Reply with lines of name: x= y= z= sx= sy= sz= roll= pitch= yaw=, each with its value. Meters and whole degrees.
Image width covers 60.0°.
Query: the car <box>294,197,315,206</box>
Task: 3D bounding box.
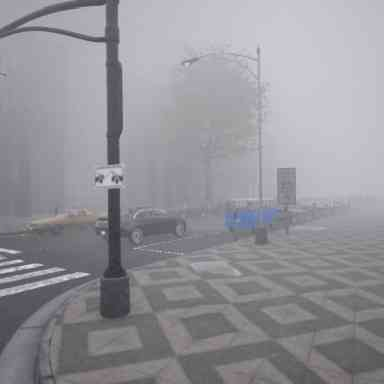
car: x=18.035 y=1.493 z=53.327 sx=1.947 sy=1.339 sz=4.313 roll=-1 pitch=0 yaw=36

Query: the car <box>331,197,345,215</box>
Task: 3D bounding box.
car: x=12.876 y=1.409 z=31.567 sx=1.802 sy=1.307 sz=4.206 roll=-1 pitch=0 yaw=36

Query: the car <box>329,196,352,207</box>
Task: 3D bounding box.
car: x=21.800 y=1.376 z=48.698 sx=2.033 sy=1.411 sz=5.357 roll=-1 pitch=-1 yaw=36

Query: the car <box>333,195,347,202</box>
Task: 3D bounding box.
car: x=33.161 y=1.416 z=74.345 sx=1.887 sy=1.381 sz=4.507 roll=-1 pitch=-1 yaw=36

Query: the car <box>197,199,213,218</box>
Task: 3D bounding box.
car: x=-0.501 y=1.552 z=27.571 sx=1.887 sy=1.381 sz=4.507 roll=-1 pitch=0 yaw=36

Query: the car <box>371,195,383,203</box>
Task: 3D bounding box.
car: x=35.011 y=1.305 z=62.323 sx=1.947 sy=1.339 sz=4.313 roll=-1 pitch=-1 yaw=36

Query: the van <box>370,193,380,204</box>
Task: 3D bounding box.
van: x=28.683 y=1.103 z=53.537 sx=1.690 sy=1.788 sz=3.998 roll=-1 pitch=-1 yaw=36

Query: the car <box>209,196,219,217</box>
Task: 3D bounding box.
car: x=2.585 y=1.307 z=31.865 sx=2.192 sy=1.841 sz=5.009 roll=-1 pitch=0 yaw=36

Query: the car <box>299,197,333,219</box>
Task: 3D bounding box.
car: x=9.714 y=1.386 z=27.173 sx=1.887 sy=1.381 sz=4.507 roll=-1 pitch=0 yaw=36

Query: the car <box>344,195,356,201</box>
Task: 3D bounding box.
car: x=39.522 y=1.402 z=83.184 sx=2.008 sy=1.369 sz=4.403 roll=-1 pitch=-1 yaw=36

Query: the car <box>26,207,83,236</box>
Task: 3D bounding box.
car: x=-6.786 y=1.564 z=18.849 sx=1.752 sy=1.417 sz=4.829 roll=-1 pitch=0 yaw=36

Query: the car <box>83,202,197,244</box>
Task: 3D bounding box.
car: x=-2.170 y=1.429 z=15.395 sx=2.128 sy=1.511 sz=4.902 roll=-1 pitch=-1 yaw=36

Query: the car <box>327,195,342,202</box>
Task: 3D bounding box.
car: x=29.981 y=1.433 z=69.927 sx=2.008 sy=1.369 sz=4.403 roll=-1 pitch=-1 yaw=36

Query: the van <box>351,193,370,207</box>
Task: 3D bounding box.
van: x=22.359 y=1.128 z=44.749 sx=1.690 sy=1.788 sz=3.998 roll=-1 pitch=0 yaw=36

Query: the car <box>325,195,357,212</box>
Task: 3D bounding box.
car: x=16.038 y=1.364 z=35.960 sx=2.008 sy=1.369 sz=4.403 roll=-1 pitch=0 yaw=36

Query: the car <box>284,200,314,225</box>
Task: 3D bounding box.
car: x=6.552 y=1.422 z=22.779 sx=1.947 sy=1.339 sz=4.313 roll=-1 pitch=0 yaw=36

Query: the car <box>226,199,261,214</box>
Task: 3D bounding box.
car: x=5.678 y=1.529 z=36.157 sx=2.008 sy=1.369 sz=4.403 roll=-1 pitch=0 yaw=36

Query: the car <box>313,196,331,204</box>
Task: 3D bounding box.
car: x=24.215 y=1.454 z=61.914 sx=2.008 sy=1.369 sz=4.403 roll=-1 pitch=-1 yaw=36

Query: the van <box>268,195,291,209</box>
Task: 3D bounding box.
van: x=11.854 y=1.293 z=44.744 sx=1.690 sy=1.788 sz=3.998 roll=-1 pitch=0 yaw=36

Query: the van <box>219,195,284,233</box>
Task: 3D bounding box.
van: x=3.387 y=1.213 z=18.387 sx=1.690 sy=1.788 sz=3.998 roll=-1 pitch=0 yaw=36

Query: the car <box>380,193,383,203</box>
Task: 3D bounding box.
car: x=31.947 y=1.275 z=58.067 sx=1.752 sy=1.417 sz=4.829 roll=-1 pitch=-1 yaw=36

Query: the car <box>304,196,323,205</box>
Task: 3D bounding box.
car: x=21.026 y=1.440 z=57.483 sx=1.752 sy=1.417 sz=4.829 roll=-1 pitch=-1 yaw=36

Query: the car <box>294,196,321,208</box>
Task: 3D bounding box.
car: x=15.958 y=1.387 z=45.717 sx=2.128 sy=1.511 sz=4.902 roll=-1 pitch=-1 yaw=36
